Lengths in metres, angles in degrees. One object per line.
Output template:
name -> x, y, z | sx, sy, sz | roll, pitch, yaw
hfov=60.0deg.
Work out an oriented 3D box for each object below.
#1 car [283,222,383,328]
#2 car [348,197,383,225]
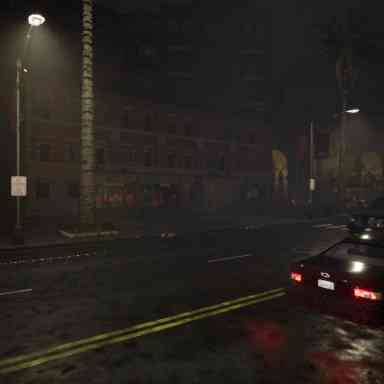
car -> 4.212, 1.547, 6.863 | 5.357, 1.411, 2.033 | 0, 0, -36
car -> 9.427, 1.221, 15.223 | 5.566, 2.045, 2.150 | 0, 0, -36
